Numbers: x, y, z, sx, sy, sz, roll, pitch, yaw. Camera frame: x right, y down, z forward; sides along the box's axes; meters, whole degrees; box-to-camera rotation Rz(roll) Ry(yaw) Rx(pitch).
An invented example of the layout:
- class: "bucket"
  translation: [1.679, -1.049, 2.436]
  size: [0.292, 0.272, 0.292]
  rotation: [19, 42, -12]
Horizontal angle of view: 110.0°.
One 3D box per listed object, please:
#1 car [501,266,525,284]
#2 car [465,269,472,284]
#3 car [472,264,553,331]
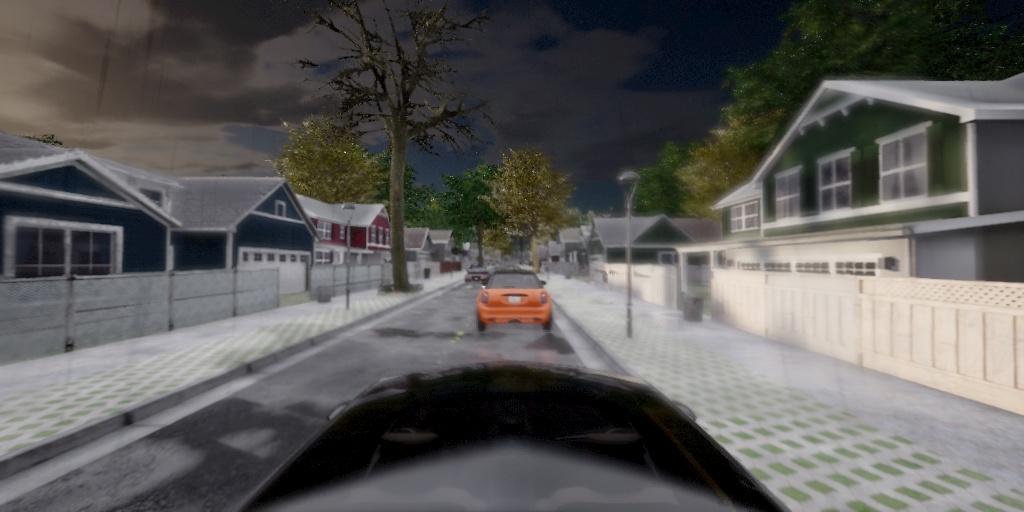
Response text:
- class: "car"
  translation: [0.103, 1.660, 32.987]
  size: [2.033, 1.411, 5.357]
  rotation: [0, -1, 0]
- class: "car"
  translation: [-2.842, 1.648, 30.645]
  size: [1.994, 1.385, 4.181]
  rotation: [0, -1, 0]
- class: "car"
  translation: [0.087, 1.214, 11.644]
  size: [2.097, 1.767, 4.553]
  rotation: [0, -1, 0]
